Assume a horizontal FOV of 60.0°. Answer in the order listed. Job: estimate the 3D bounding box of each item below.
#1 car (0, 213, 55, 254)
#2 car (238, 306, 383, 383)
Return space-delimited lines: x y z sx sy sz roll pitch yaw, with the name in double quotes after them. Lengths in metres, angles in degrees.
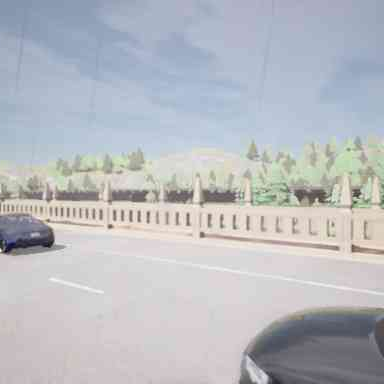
-7.509 1.572 13.648 4.181 1.385 1.994 0 0 35 "car"
2.647 1.491 2.104 4.902 1.511 2.128 0 0 36 "car"
